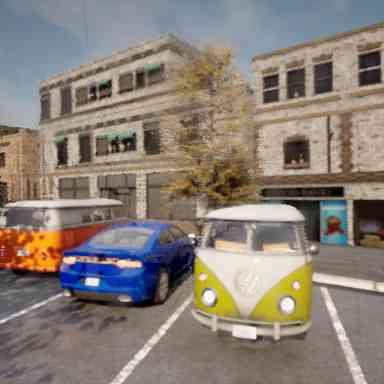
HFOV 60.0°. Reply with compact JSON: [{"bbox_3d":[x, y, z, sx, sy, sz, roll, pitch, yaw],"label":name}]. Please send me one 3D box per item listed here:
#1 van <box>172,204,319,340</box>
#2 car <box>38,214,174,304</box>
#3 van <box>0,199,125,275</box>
[{"bbox_3d":[1.275,1.244,6.414,1.878,1.987,4.442,1,0,16],"label":"van"},{"bbox_3d":[-1.093,1.456,8.224,2.097,1.535,5.008,0,-1,16],"label":"car"},{"bbox_3d":[-3.448,1.219,10.048,1.878,1.987,4.442,0,-1,16],"label":"van"}]
